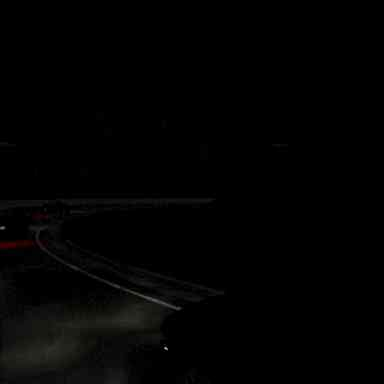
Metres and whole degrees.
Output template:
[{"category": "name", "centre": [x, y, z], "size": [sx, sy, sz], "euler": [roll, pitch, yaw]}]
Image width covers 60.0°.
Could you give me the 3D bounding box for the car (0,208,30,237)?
[{"category": "car", "centre": [-10.102, 1.598, 18.270], "size": [1.882, 1.535, 5.008], "euler": [0, 0, -24]}]

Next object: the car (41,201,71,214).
[{"category": "car", "centre": [-16.135, 1.797, 39.527], "size": [1.812, 1.442, 4.674], "euler": [0, -1, 7]}]

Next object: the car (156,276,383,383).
[{"category": "car", "centre": [1.905, 1.506, 2.842], "size": [5.008, 1.535, 1.882], "euler": [0, 0, 36]}]
